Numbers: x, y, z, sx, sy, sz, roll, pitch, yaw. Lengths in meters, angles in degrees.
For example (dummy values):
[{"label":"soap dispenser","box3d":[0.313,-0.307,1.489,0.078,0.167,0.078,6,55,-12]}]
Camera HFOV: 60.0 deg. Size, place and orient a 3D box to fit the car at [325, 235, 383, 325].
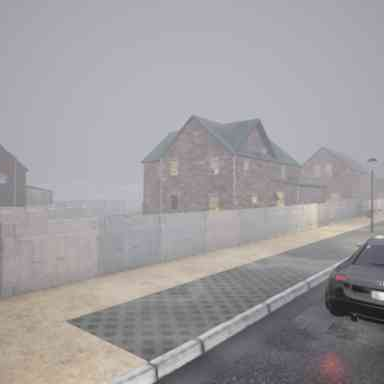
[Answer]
[{"label":"car","box3d":[4.225,1.574,6.638,1.994,1.385,4.181,0,0,40]}]
